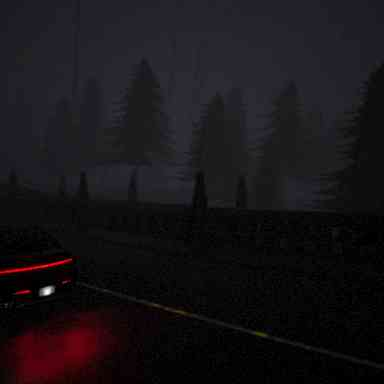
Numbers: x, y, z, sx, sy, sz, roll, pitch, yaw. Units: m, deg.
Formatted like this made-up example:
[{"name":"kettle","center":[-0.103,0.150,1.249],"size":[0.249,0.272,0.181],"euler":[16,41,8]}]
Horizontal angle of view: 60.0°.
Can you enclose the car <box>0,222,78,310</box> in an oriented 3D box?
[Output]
[{"name":"car","center":[-4.484,1.406,7.191],"size":[4.892,1.490,1.837],"euler":[2,1,35]}]
